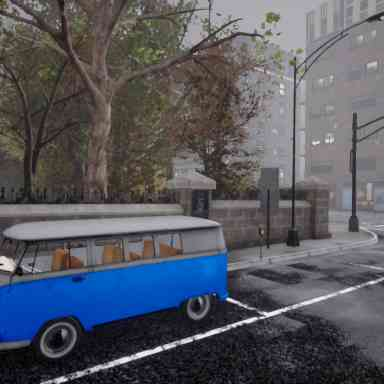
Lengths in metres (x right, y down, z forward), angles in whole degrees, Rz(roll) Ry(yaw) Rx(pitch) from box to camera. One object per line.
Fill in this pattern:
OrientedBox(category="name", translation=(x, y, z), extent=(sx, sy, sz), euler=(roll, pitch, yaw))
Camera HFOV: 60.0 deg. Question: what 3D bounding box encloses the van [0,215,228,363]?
OrientedBox(category="van", translation=(-1.246, 1.342, 5.601), extent=(3.998, 1.788, 1.690), euler=(0, 1, -35))
